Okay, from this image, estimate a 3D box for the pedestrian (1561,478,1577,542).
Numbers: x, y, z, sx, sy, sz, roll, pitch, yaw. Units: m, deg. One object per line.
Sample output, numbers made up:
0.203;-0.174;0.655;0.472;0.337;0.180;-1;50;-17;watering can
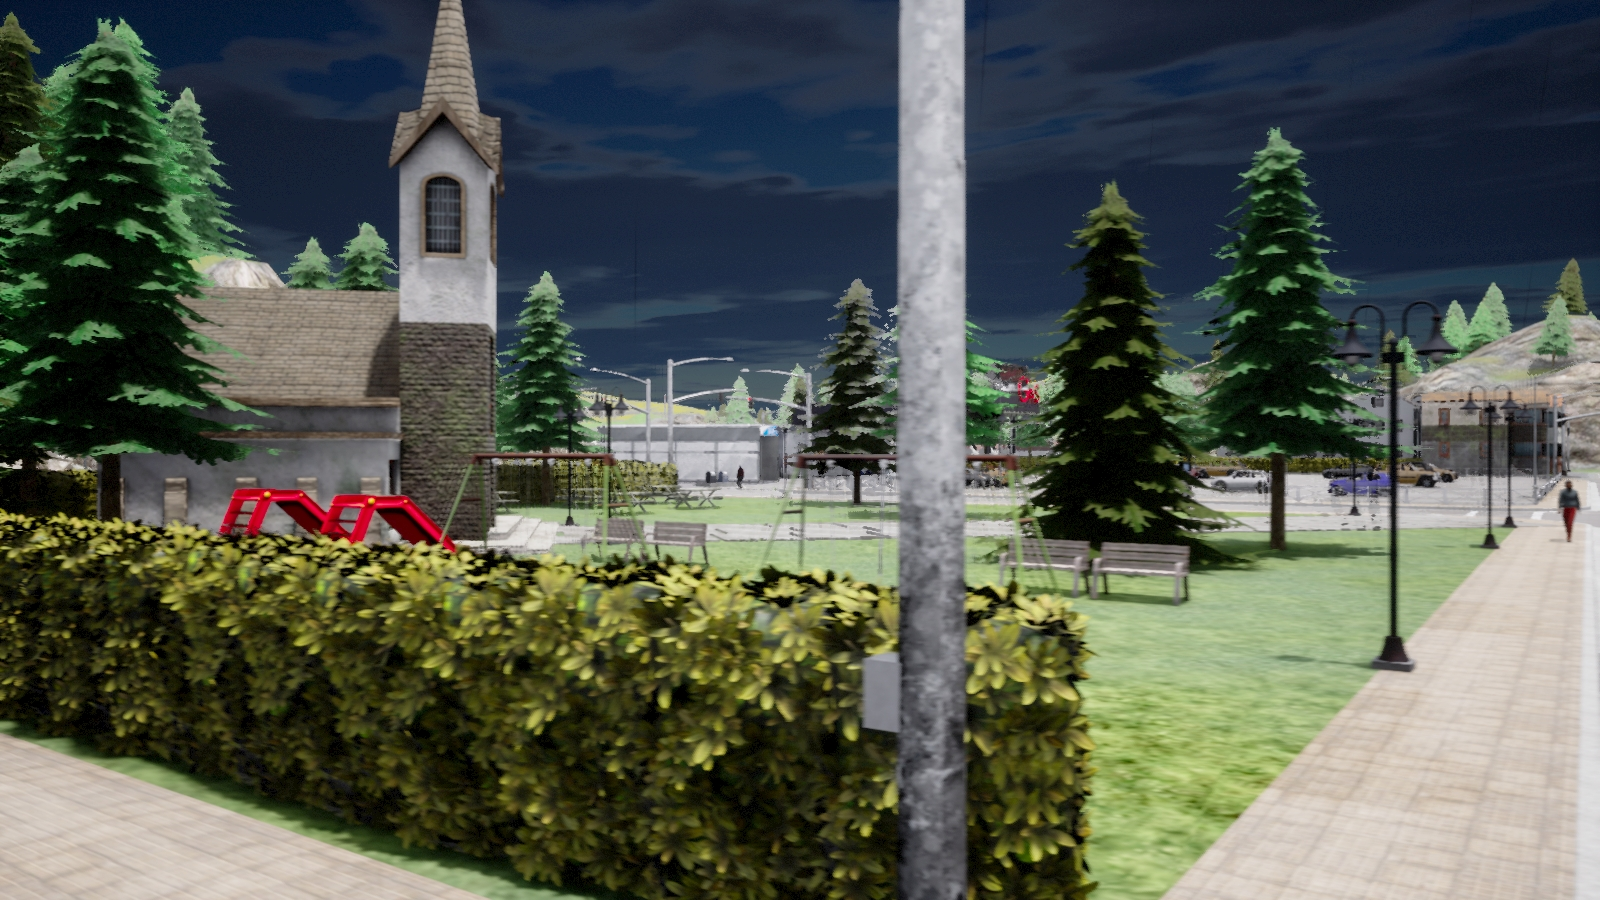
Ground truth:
22.334;1.735;33.184;0.375;1.860;0.375;0;0;36;pedestrian
